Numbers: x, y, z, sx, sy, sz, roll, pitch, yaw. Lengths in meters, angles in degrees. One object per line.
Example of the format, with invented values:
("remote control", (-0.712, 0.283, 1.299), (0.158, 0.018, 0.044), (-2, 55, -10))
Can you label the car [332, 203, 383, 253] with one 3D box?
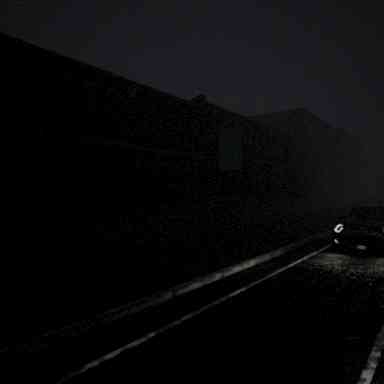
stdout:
("car", (7.142, 1.296, 13.213), (2.097, 1.767, 4.553), (-1, 0, 37))
